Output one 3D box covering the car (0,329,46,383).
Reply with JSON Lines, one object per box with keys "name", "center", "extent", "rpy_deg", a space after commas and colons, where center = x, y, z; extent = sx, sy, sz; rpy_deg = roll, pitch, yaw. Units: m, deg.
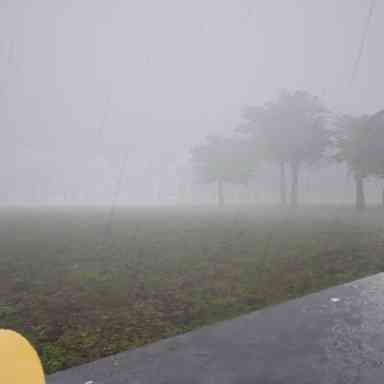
{"name": "car", "center": [-3.044, 1.475, 0.917], "extent": [5.008, 1.535, 1.882], "rpy_deg": [0, 0, -36]}
